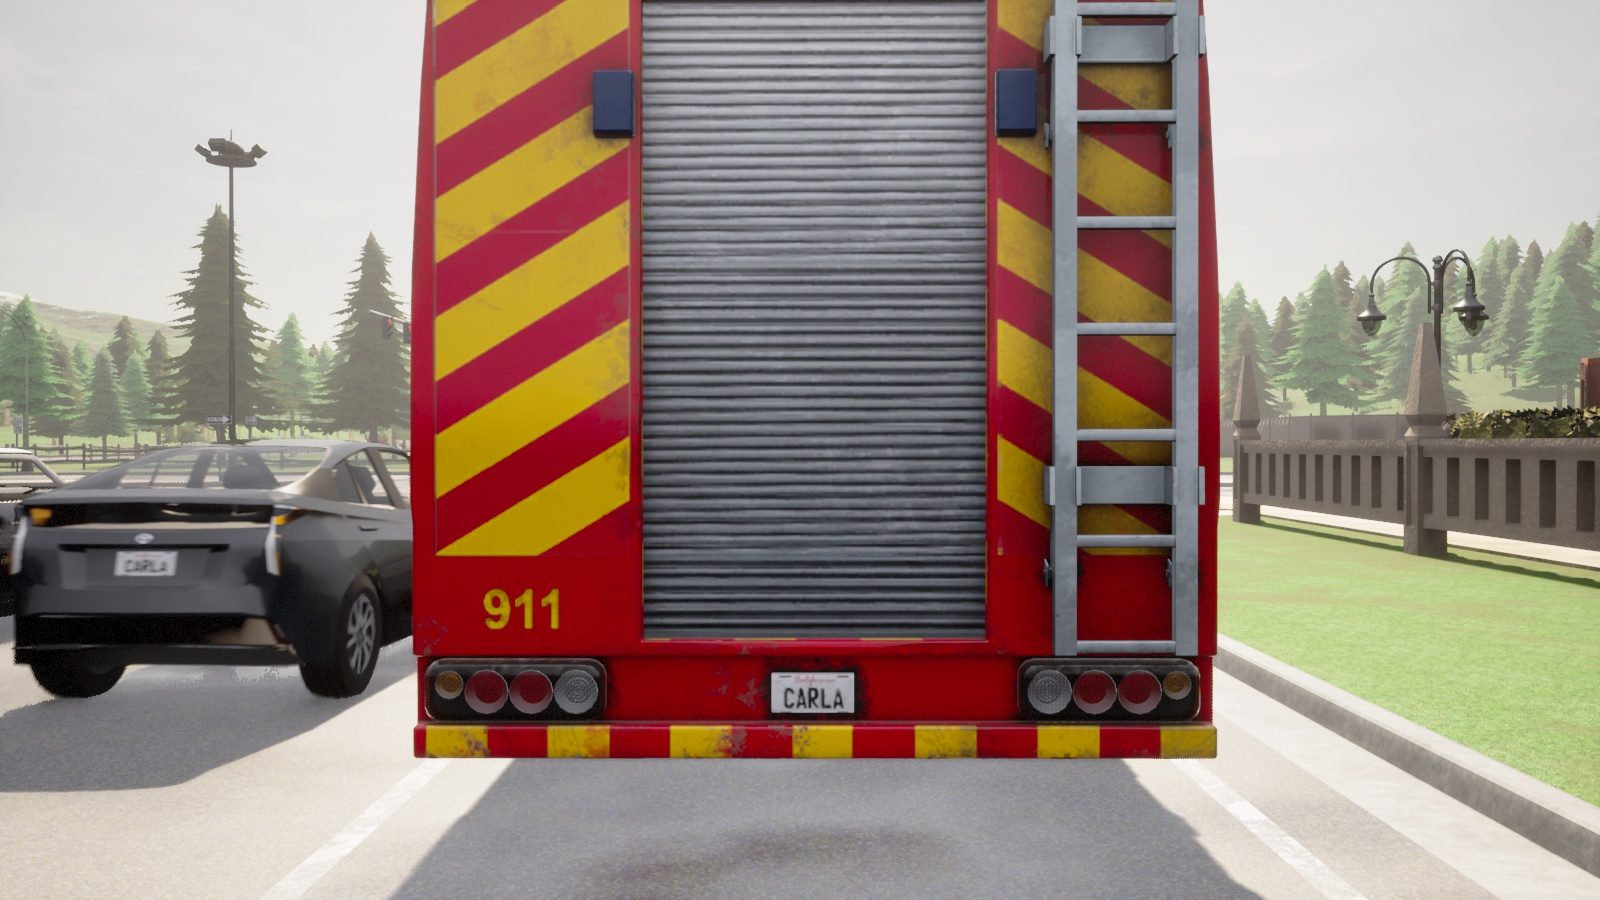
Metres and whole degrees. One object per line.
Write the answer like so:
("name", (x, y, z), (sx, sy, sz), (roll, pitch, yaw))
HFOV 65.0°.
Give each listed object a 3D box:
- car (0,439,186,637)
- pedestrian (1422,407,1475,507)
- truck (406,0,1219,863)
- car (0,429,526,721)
("car", (-6.926, 0.648, 10.229), (1.970, 1.475, 3.806), (0, 0, 0))
("pedestrian", (12.070, 0.123, 23.396), (0.694, 1.848, 0.540), (0, 0, -2))
("truck", (0.066, -0.467, 8.702), (2.891, 3.827, 8.468), (0, 0, 0))
("car", (-3.434, 0.640, 8.815), (2.007, 1.525, 4.514), (0, 0, 0))
